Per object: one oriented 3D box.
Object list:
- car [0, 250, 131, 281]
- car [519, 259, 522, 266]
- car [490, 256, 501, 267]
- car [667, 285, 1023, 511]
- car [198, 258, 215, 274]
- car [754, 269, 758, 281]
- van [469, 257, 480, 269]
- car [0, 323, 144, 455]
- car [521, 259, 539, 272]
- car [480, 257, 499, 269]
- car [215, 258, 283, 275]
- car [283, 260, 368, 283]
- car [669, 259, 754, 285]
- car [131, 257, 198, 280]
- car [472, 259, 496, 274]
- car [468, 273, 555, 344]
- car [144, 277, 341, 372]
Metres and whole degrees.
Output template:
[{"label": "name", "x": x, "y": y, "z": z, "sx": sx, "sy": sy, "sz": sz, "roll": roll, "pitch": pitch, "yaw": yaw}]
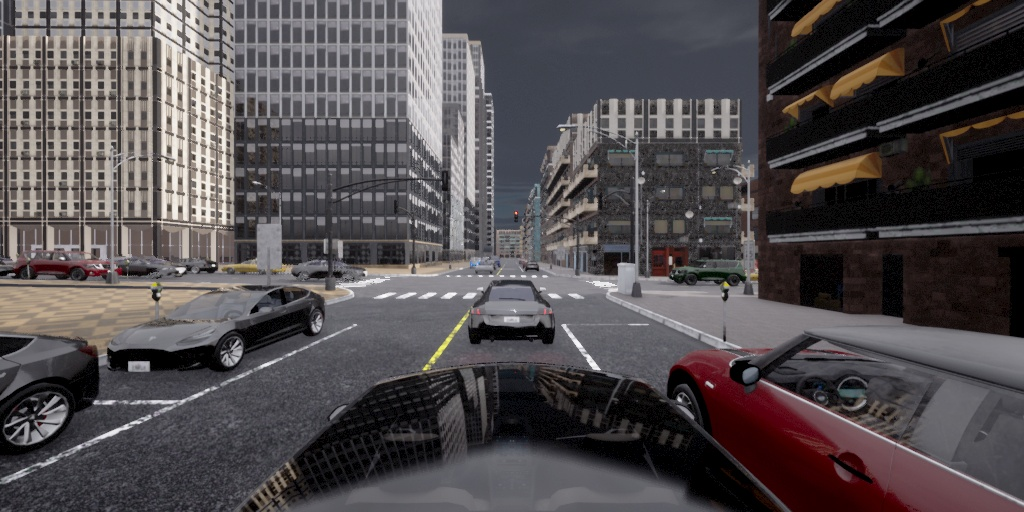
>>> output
[{"label": "car", "x": -27.428, "y": 0.589, "z": 22.174, "sx": 5.009, "sy": 1.841, "sz": 2.192, "roll": 0, "pitch": 0, "yaw": -1}, {"label": "car", "x": 2.570, "y": 1.298, "z": 57.284, "sx": 1.888, "sy": 1.381, "sz": 4.507, "roll": 0, "pitch": 0, "yaw": 0}, {"label": "car", "x": -3.194, "y": 0.979, "z": 64.124, "sx": 2.150, "sy": 2.045, "sz": 5.566, "roll": 0, "pitch": 0, "yaw": 0}, {"label": "car", "x": 2.693, "y": 1.190, "z": 2.427, "sx": 1.967, "sy": 1.591, "sz": 4.097, "roll": 0, "pitch": 0, "yaw": 0}, {"label": "car", "x": -27.550, "y": 0.814, "z": 30.554, "sx": 4.313, "sy": 1.339, "sz": 1.948, "roll": 0, "pitch": 0, "yaw": -1}, {"label": "car", "x": 21.303, "y": 1.696, "z": 31.215, "sx": 4.829, "sy": 1.417, "sz": 1.751, "roll": 0, "pitch": 0, "yaw": -1}, {"label": "van", "x": -5.810, "y": 1.094, "z": 57.265, "sx": 1.690, "sy": 1.789, "sz": 3.998, "roll": 0, "pitch": 0, "yaw": 0}, {"label": "car", "x": -5.688, "y": 1.316, "z": 2.408, "sx": 1.948, "sy": 1.339, "sz": 4.313, "roll": 0, "pitch": 0, "yaw": 0}, {"label": "car", "x": 2.593, "y": 1.317, "z": 47.317, "sx": 1.948, "sy": 1.339, "sz": 4.313, "roll": 0, "pitch": 0, "yaw": 0}, {"label": "car", "x": -3.204, "y": 1.257, "z": 51.888, "sx": 1.837, "sy": 1.490, "sz": 4.892, "roll": 0, "pitch": 0, "yaw": 0}, {"label": "car", "x": -22.105, "y": 0.878, "z": 30.715, "sx": 4.829, "sy": 1.417, "sz": 1.751, "roll": 0, "pitch": 0, "yaw": -1}, {"label": "car", "x": -12.711, "y": 1.034, "z": 25.128, "sx": 4.902, "sy": 1.511, "sz": 2.128, "roll": 1, "pitch": 0, "yaw": -3}, {"label": "car", "x": 15.524, "y": 1.288, "z": 28.542, "sx": 5.566, "sy": 2.045, "sz": 2.150, "roll": 1, "pitch": 0, "yaw": -1}, {"label": "car", "x": -25.330, "y": 0.799, "z": 24.793, "sx": 4.902, "sy": 1.511, "sz": 2.128, "roll": 1, "pitch": 0, "yaw": -1}, {"label": "car", "x": -3.186, "y": 1.351, "z": 41.898, "sx": 1.895, "sy": 1.301, "sz": 4.718, "roll": 0, "pitch": 0, "yaw": 0}, {"label": "car", "x": -0.013, "y": 1.313, "z": 9.583, "sx": 1.994, "sy": 1.385, "sz": 4.181, "roll": 0, "pitch": 0, "yaw": 0}, {"label": "car", "x": -5.700, "y": 1.315, "z": 7.654, "sx": 1.948, "sy": 1.339, "sz": 4.313, "roll": 0, "pitch": 0, "yaw": 0}]
